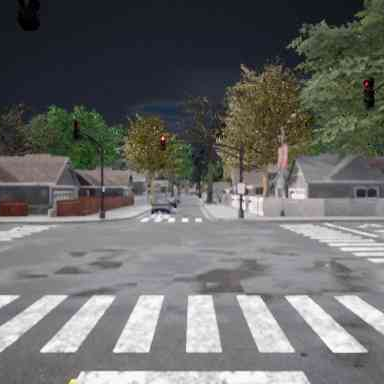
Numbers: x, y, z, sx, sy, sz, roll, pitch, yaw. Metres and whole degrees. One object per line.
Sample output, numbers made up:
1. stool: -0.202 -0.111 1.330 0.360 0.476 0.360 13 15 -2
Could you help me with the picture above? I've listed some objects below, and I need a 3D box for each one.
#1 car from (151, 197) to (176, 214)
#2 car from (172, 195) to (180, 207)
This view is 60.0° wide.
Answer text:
1. car: -3.059 1.487 34.210 2.033 1.411 5.357 0 0 0
2. car: -3.064 1.402 45.991 1.882 1.535 5.008 0 0 0
